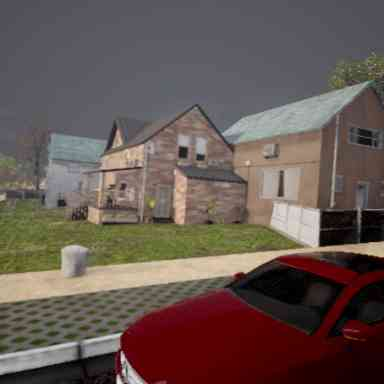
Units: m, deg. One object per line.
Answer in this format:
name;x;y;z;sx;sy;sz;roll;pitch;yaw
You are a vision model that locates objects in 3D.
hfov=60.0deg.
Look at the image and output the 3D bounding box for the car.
car;1.508;1.490;3.850;4.674;1.442;1.812;1;1;-25
